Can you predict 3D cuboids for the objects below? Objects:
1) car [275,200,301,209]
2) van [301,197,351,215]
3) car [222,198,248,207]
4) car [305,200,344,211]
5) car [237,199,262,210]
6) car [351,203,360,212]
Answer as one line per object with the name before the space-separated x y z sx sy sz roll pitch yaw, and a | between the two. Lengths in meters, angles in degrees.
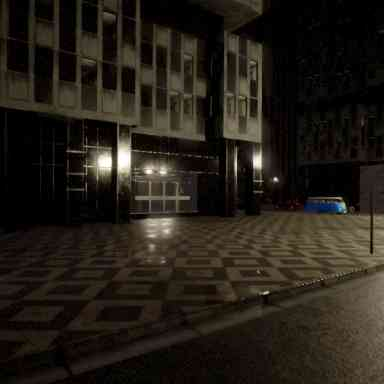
car | 14.056 1.818 48.262 1.802 1.307 4.206 0 0 -36
van | 13.690 1.425 34.108 1.690 1.788 3.998 0 0 -36
car | 7.391 1.839 57.594 1.752 1.417 4.829 0 0 -36
car | 17.339 1.749 43.665 2.008 1.369 4.403 0 0 -36
car | 7.124 1.706 43.301 1.887 1.381 4.507 0 0 -36
car | 20.622 1.725 39.068 1.947 1.339 4.313 0 0 -36
